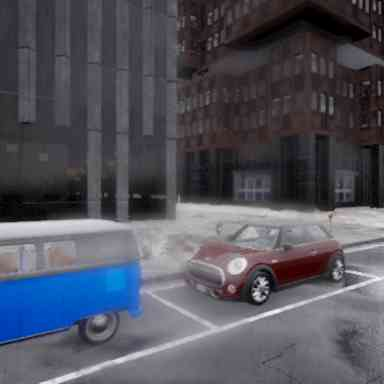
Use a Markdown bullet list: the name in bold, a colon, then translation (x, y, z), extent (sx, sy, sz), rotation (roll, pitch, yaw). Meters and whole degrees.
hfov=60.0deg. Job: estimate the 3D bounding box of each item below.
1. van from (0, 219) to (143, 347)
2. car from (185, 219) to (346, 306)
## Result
- **van**: translation (-2.680, 1.340, 4.737), extent (3.998, 1.788, 1.690), rotation (0, 0, -36)
- **car**: translation (1.815, 1.425, 7.948), extent (4.097, 1.590, 1.967), rotation (0, 0, -36)
